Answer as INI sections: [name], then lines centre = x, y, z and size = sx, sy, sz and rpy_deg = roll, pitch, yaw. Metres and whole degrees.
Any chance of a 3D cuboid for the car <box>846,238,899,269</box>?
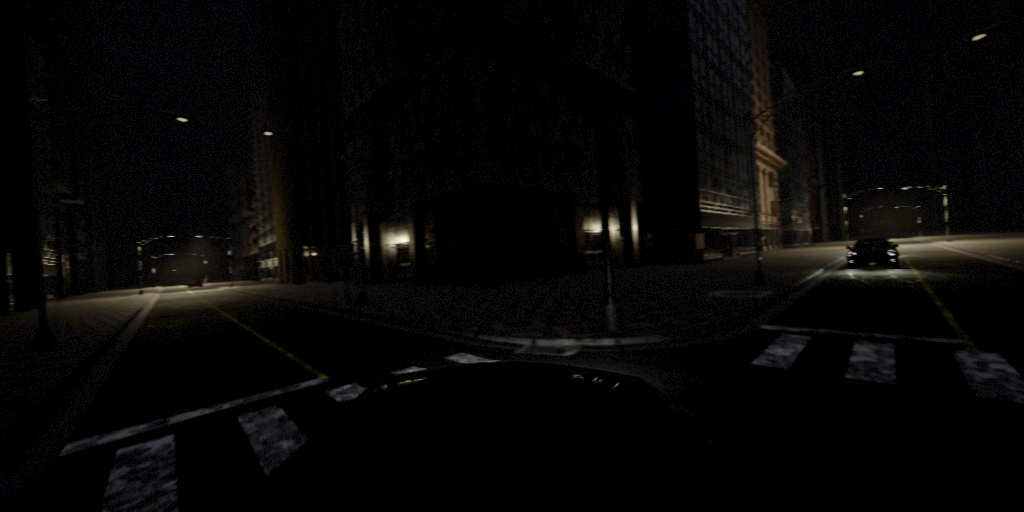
[car]
centre = 21.325, -0.246, 21.235
size = 4.553, 1.767, 2.097
rpy_deg = -4, 0, -44
